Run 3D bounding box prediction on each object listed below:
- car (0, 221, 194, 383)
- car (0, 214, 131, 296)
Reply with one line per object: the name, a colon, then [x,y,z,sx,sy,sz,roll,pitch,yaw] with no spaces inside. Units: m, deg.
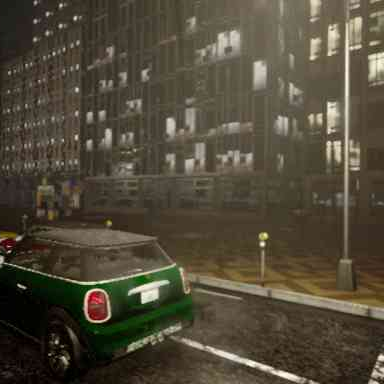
car: [-2.199,1.427,5.839,4.553,1.767,2.097,0,-1,40]
car: [-3.905,1.558,9.515,4.097,1.590,1.967,0,-1,37]
